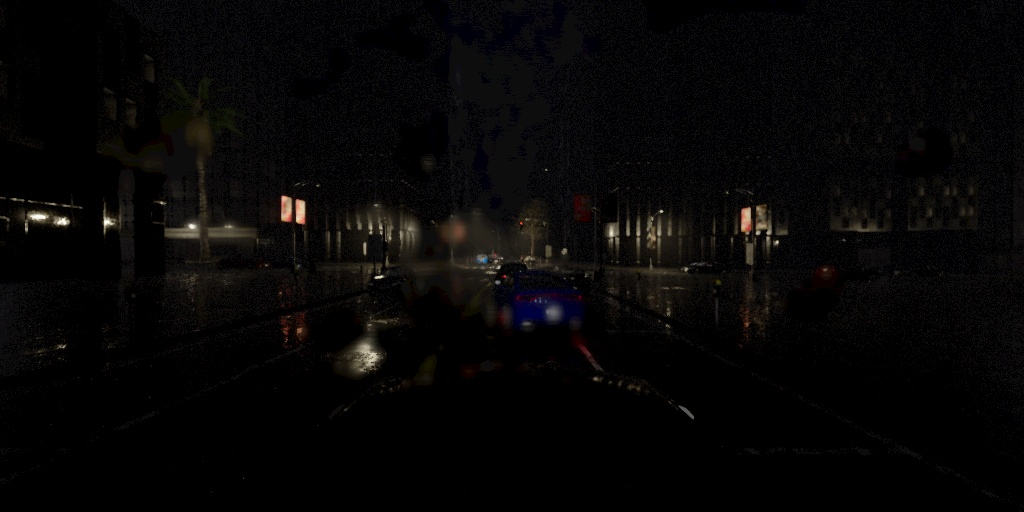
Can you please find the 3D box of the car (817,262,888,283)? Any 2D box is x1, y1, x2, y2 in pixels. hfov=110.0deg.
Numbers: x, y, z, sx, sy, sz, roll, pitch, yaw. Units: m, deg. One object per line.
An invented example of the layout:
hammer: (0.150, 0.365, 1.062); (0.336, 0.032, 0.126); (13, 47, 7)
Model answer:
car: (31.285, 1.480, 33.324); (4.553, 1.767, 2.097); (1, 0, 0)

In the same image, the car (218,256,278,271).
car: (-24.931, 0.659, 33.574); (4.181, 1.385, 1.994); (1, 0, 0)

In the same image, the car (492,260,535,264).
car: (0.090, 1.129, 19.200); (1.837, 1.490, 4.892); (0, 0, 0)

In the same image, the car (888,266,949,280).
car: (45.392, 1.856, 39.902); (4.902, 1.511, 2.128); (1, 0, 1)

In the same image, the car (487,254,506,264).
car: (-2.730, 0.803, 64.658); (2.128, 1.511, 4.902); (0, 0, 1)

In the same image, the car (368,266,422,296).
car: (-5.742, 1.183, 18.009); (2.007, 1.370, 4.403); (0, 0, 0)

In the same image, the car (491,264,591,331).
car: (0.586, 1.162, 10.827); (1.882, 1.535, 5.008); (0, 0, -9)

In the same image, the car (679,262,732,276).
car: (21.915, 1.405, 40.066); (4.902, 1.511, 2.128); (1, 0, 0)

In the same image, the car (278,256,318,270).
car: (-23.009, 0.660, 36.814); (5.357, 1.411, 2.033); (1, 0, 0)

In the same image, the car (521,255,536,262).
car: (3.027, 0.892, 60.176); (2.007, 1.370, 4.403); (0, 0, 1)

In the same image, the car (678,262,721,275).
car: (22.562, 1.473, 43.311); (4.181, 1.385, 1.994); (1, 0, 0)
